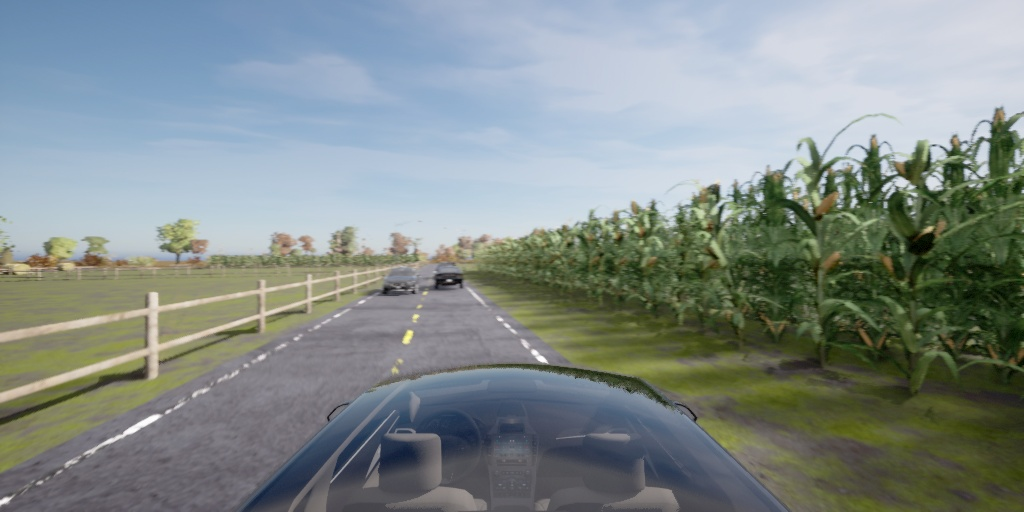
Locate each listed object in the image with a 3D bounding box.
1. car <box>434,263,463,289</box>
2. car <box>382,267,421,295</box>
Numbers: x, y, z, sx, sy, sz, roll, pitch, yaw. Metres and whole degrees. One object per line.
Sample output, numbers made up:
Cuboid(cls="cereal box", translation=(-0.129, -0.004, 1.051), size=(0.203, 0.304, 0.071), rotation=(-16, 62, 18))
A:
Cuboid(cls="car", translation=(-4.518, 1.459, 25.584), size=(1.882, 1.535, 5.008), rotation=(0, -1, -11))
Cuboid(cls="car", translation=(-6.617, 1.458, 21.705), size=(1.837, 1.490, 4.892), rotation=(0, 0, -12))
